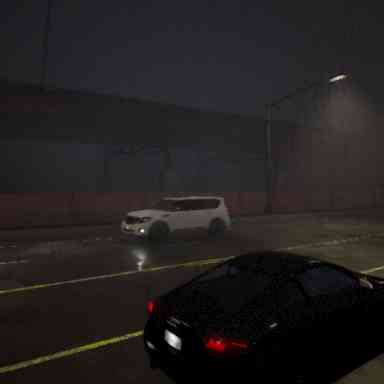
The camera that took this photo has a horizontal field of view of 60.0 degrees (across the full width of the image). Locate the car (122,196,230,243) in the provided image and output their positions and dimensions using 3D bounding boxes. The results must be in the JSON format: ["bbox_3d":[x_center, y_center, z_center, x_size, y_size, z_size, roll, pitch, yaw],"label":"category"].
[{"bbox_3d":[-0.611,1.232,16.450,5.566,2.045,2.150,0,0,-35],"label":"car"}]

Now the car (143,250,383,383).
[{"bbox_3d":[1.426,1.569,4.765,4.181,1.385,1.994,0,0,-36],"label":"car"}]
